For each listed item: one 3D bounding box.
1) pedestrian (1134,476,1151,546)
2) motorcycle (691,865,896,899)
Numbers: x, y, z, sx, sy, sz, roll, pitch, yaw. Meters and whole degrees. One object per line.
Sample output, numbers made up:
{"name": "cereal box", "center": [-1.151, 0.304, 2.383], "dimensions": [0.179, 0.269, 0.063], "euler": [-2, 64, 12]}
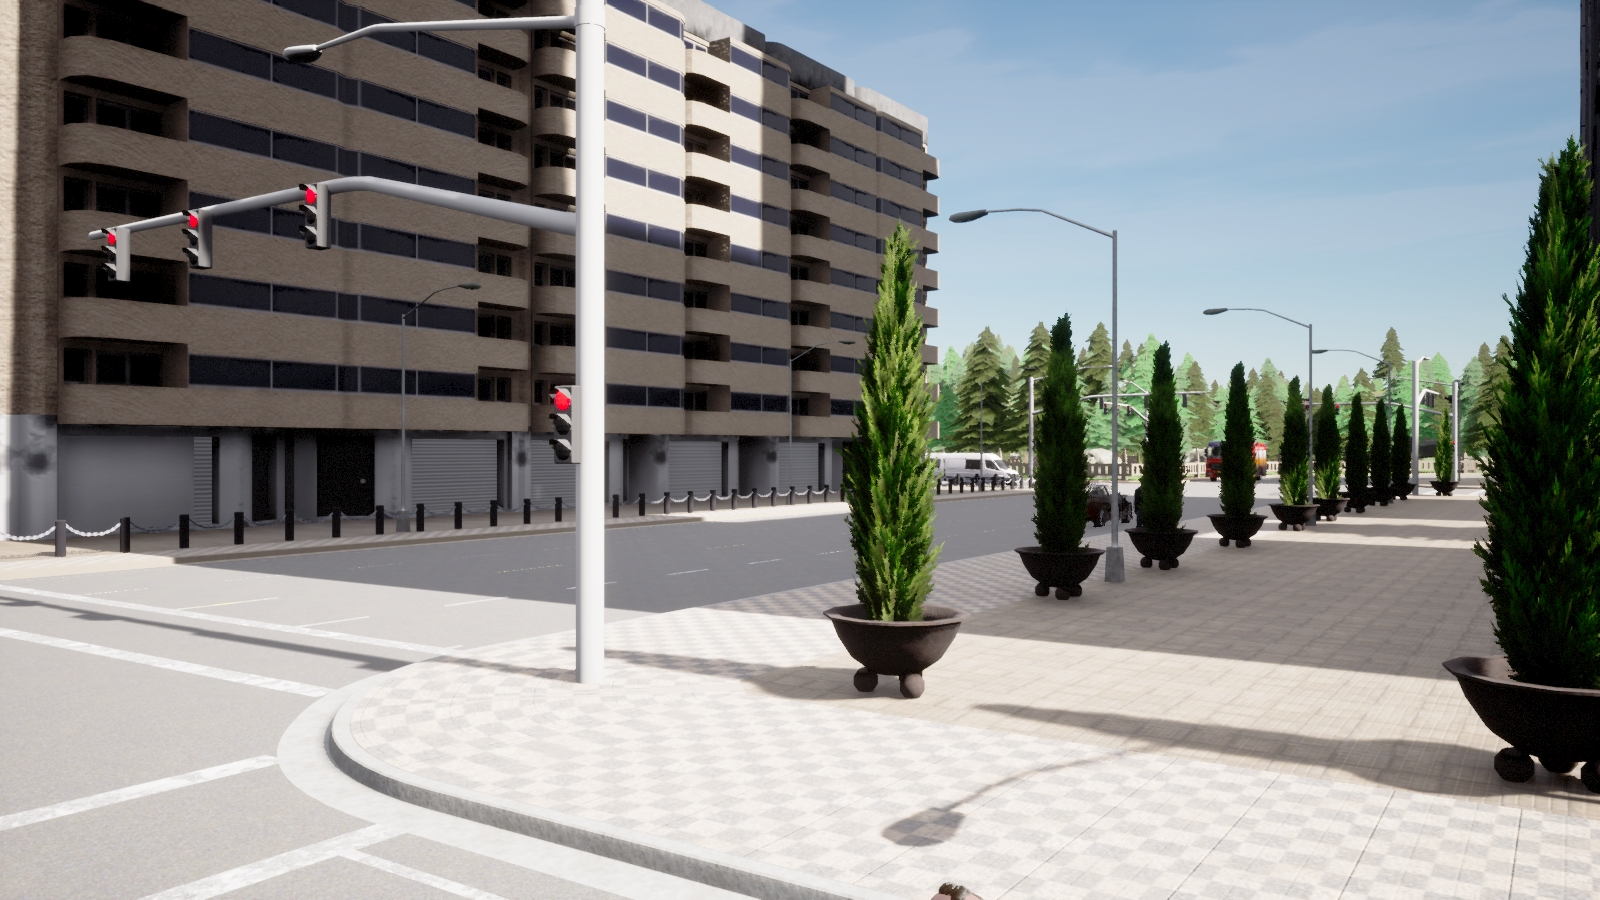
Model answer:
{"name": "pedestrian", "center": [9.300, 1.642, 31.009], "dimensions": [0.375, 1.860, 0.375], "euler": [0, 0, 25]}
{"name": "motorcycle", "center": [0.516, 2.205, 3.364], "dimensions": [2.209, 1.251, 0.867], "euler": [0, 0, 34]}
